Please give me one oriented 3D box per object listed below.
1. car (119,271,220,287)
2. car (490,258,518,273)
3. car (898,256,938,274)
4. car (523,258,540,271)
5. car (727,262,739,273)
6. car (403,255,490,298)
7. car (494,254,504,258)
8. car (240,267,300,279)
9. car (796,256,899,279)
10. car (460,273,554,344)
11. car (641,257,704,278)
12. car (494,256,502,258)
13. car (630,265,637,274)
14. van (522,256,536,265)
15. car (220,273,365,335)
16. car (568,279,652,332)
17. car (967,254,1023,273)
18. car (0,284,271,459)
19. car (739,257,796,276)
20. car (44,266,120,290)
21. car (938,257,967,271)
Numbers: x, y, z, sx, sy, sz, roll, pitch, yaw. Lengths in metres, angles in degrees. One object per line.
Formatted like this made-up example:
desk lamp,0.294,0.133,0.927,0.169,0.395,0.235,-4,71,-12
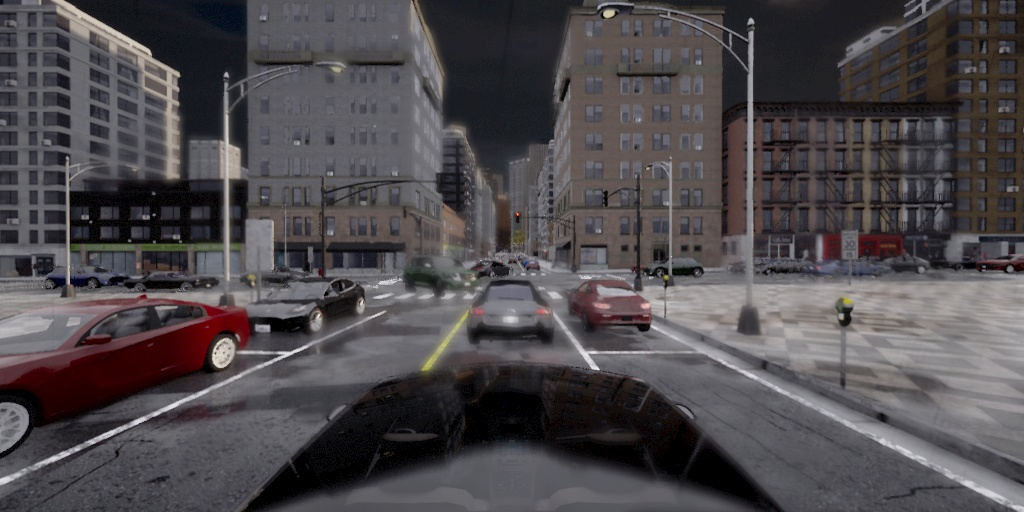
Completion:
car,-21.739,1.642,23.104,4.718,1.301,1.895,-1,0,0
car,-1.759,1.221,32.898,1.837,1.490,4.892,3,2,32
car,31.751,0.768,29.891,4.892,1.490,1.837,-1,0,0
car,2.793,1.251,47.772,1.802,1.307,4.207,0,0,0
car,22.521,0.864,33.131,4.902,1.511,2.128,-1,0,0
car,-3.831,1.005,19.070,2.150,2.045,5.566,3,-3,-40
car,-2.970,0.961,65.121,2.097,1.767,4.553,0,0,1
car,-17.340,1.493,26.358,4.674,1.442,1.812,-1,0,0
car,24.600,0.927,26.436,5.357,1.411,2.033,-1,0,0
car,-0.035,1.311,9.562,1.994,1.385,4.181,0,0,0
car,13.332,0.872,29.864,4.553,1.767,2.097,-1,0,0
car,-3.039,1.193,55.213,2.033,1.411,5.357,0,0,0
car,13.480,1.102,33.117,4.718,1.301,1.895,-1,0,0
van,2.811,0.993,53.324,1.690,1.789,3.998,0,0,0
car,-5.806,1.313,10.516,1.948,1.339,4.313,0,0,0
car,2.719,1.329,10.560,1.802,1.307,4.207,0,0,0
car,41.879,0.604,29.881,5.008,1.535,1.882,-1,0,0
car,-5.776,1.294,4.872,1.888,1.381,4.507,0,0,0
car,22.286,0.885,29.881,4.902,1.511,2.128,-1,0,0
car,-31.043,1.493,26.338,4.553,1.767,2.097,-1,0,0
car,41.788,0.711,33.133,4.718,1.301,1.895,-1,0,0
